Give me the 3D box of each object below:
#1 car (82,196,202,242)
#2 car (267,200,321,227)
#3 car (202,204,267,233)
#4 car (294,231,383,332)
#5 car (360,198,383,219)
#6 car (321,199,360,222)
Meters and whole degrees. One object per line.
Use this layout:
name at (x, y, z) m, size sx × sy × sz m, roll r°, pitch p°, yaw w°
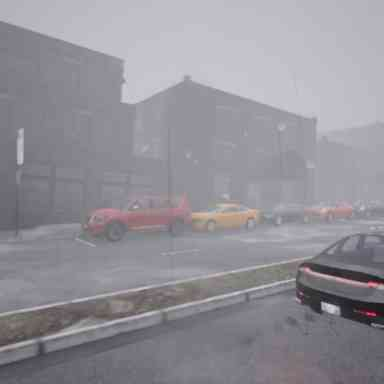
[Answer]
car at (-2.577, 1.215, 16.720) m, size 5.566 × 2.045 × 2.435 m, roll 0°, pitch 0°, yaw -36°
car at (6.327, 1.489, 23.109) m, size 4.892 × 1.521 × 2.231 m, roll 0°, pitch 0°, yaw -36°
car at (1.837, 1.477, 19.887) m, size 5.008 × 1.535 × 2.097 m, roll 0°, pitch 0°, yaw -36°
car at (4.011, 1.504, 6.303) m, size 4.902 × 1.511 × 2.128 m, roll 0°, pitch 0°, yaw -36°
car at (15.328, 1.384, 29.563) m, size 4.553 × 1.767 × 2.185 m, roll 0°, pitch 0°, yaw -36°
car at (10.838, 1.373, 26.343) m, size 4.553 × 1.767 × 2.185 m, roll 0°, pitch 0°, yaw -36°
